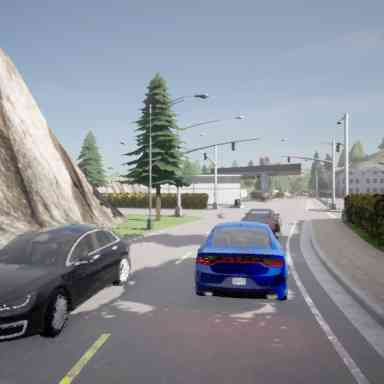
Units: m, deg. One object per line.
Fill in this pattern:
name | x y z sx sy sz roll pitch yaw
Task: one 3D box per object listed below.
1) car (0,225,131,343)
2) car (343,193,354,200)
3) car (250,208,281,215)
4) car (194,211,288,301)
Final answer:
car | -2.752 1.505 6.818 1.837 1.490 4.892 0 0 9
car | 40.213 1.077 83.015 3.866 1.878 1.905 0 0 19
car | 3.699 1.564 17.701 1.994 1.385 4.181 0 0 17
car | 1.293 1.478 8.513 1.882 1.535 5.008 0 0 10
